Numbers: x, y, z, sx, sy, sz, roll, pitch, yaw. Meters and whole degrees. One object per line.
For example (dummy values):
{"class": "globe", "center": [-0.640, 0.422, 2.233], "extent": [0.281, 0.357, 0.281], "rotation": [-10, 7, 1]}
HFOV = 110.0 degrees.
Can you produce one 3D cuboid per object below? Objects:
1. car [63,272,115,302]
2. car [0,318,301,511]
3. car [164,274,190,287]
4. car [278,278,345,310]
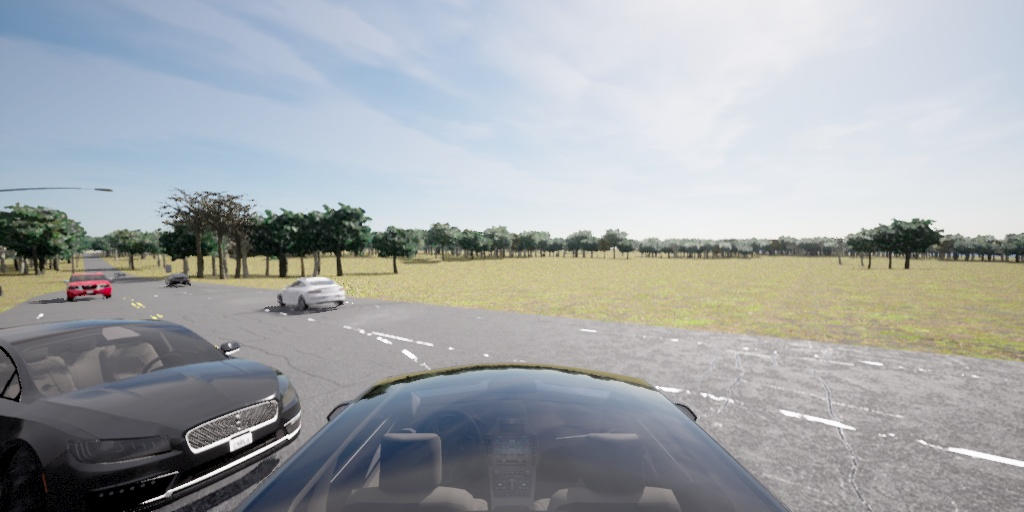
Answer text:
{"class": "car", "center": [-32.478, 2.301, 27.488], "extent": [5.566, 2.045, 2.150], "rotation": [-2, 0, 39]}
{"class": "car", "center": [-4.625, 1.488, 3.942], "extent": [4.892, 1.490, 1.837], "rotation": [-3, -3, 20]}
{"class": "car", "center": [-40.630, 2.922, 43.539], "extent": [4.892, 1.490, 1.837], "rotation": [-2, 0, 40]}
{"class": "car", "center": [-10.117, 1.823, 18.053], "extent": [4.674, 1.442, 1.812], "rotation": [-2, 0, 40]}
